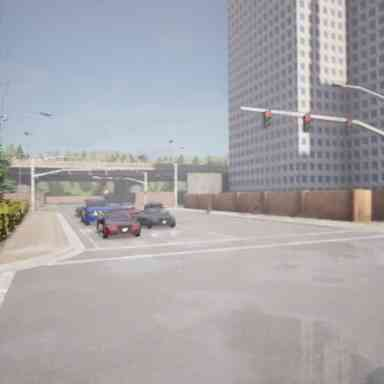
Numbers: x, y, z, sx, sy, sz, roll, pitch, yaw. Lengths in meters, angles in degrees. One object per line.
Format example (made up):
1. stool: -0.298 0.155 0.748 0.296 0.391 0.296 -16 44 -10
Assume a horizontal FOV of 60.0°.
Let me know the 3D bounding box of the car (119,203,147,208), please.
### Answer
1. car: -6.065 2.036 32.362 1.895 1.301 4.718 0 -1 -23

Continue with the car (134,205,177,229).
1. car: -2.628 1.870 24.308 1.994 1.385 4.181 0 -1 -23

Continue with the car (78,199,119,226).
1. car: -7.974 1.628 27.911 2.150 2.045 5.566 0 -1 -23

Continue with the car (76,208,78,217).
1. car: -11.884 2.153 37.120 1.895 1.301 4.718 0 -1 -23

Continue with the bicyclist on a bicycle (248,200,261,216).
1. bicyclist on a bicycle: 6.351 1.614 33.780 1.656 1.620 0.582 -1 -1 -23

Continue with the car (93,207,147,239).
1. car: -4.304 1.833 19.321 1.994 1.385 4.181 0 -1 -23

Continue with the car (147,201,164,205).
1. car: -5.684 2.100 49.510 1.882 1.535 5.008 0 -1 -23
